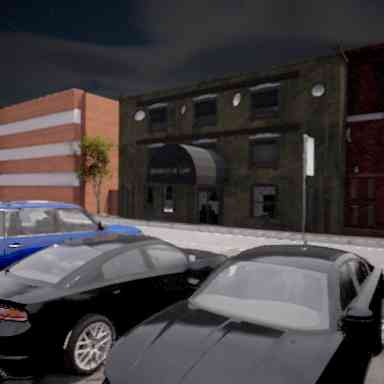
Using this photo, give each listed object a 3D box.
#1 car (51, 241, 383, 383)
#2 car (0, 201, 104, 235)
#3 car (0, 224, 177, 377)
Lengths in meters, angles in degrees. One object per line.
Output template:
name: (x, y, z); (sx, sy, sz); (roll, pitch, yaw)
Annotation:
car: (1.165, 1.479, 4.168); (2.097, 1.535, 5.008); (0, 0, 36)
car: (-3.420, 1.222, 7.470); (2.435, 2.045, 5.566); (0, 0, 36)
car: (-1.140, 1.476, 5.801); (2.097, 1.535, 5.008); (0, 0, 36)
